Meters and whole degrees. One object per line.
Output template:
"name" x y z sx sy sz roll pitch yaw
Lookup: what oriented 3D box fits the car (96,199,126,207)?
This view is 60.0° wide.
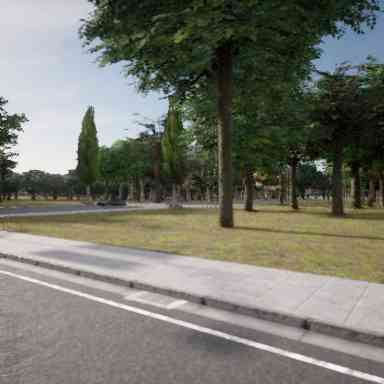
"car" -13.530 1.814 55.923 2.033 1.411 5.357 0 0 36
